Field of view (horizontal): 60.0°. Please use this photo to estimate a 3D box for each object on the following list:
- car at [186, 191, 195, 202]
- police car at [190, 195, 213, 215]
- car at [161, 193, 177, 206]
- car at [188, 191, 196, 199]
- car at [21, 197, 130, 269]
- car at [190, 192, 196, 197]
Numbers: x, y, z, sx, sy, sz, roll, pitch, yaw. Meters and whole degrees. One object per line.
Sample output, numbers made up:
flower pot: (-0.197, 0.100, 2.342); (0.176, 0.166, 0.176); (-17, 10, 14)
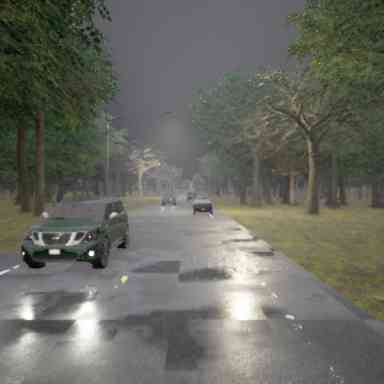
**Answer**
car: (0.013, 0.959, 69.033); (2.150, 2.045, 5.566); (0, 0, 0)
police car: (1.056, 1.373, 33.492); (1.930, 1.638, 5.238); (0, 0, 0)
car: (-3.561, 1.110, 51.837); (2.150, 2.045, 5.566); (0, 0, 0)
car: (0.016, 0.774, 88.385); (2.150, 2.045, 5.566); (0, 0, 0)
car: (-3.597, 1.209, 11.468); (2.150, 2.045, 5.566); (0, 0, 0)
car: (1.058, 1.249, 49.355); (2.097, 1.767, 4.553); (0, 0, 0)
